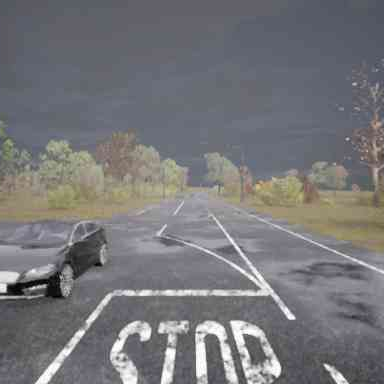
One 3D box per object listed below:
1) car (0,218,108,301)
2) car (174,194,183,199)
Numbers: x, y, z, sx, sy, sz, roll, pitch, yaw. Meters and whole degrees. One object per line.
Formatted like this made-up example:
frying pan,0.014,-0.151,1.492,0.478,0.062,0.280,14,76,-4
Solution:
car,-3.499,1.451,8.426,2.128,1.511,4.902,0,0,0
car,-3.162,1.087,81.287,1.994,1.385,4.181,0,0,2
